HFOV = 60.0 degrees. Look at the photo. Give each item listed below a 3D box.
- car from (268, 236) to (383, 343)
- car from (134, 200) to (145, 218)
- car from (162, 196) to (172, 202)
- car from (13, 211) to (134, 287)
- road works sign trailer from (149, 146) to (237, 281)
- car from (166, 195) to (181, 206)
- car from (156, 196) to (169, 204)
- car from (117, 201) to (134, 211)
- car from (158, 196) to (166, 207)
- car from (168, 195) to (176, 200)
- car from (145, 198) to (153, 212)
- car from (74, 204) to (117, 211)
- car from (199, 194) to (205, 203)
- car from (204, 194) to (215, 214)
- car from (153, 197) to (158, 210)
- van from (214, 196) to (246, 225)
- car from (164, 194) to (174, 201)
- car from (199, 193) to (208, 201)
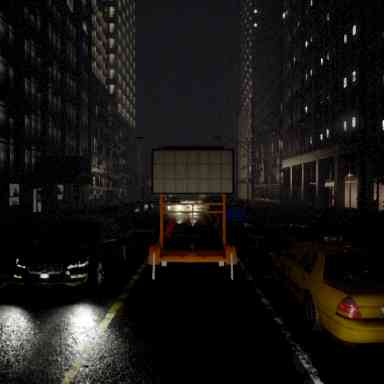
[{"bbox_3d":[2.696,1.524,6.600,1.752,1.417,4.829,-1,0,0],"label":"car"},{"bbox_3d":[-5.637,1.538,29.183,1.887,1.381,4.507,-1,0,0],"label":"car"},{"bbox_3d":[-5.543,1.564,74.651,1.802,1.307,4.206,-1,0,0],"label":"car"},{"bbox_3d":[-3.083,1.503,9.384,1.837,1.490,4.892,0,0,0],"label":"car"},{"bbox_3d":[0.025,0.462,9.840,2.380,3.560,2.880,0,0,0],"label":"road works sign trailer"},{"bbox_3d":[-2.888,1.492,53.903,1.837,1.490,4.892,0,0,0],"label":"car"},{"bbox_3d":[-5.567,1.536,63.284,2.008,1.369,4.403,-1,0,0],"label":"car"},{"bbox_3d":[-5.649,1.560,23.499,1.947,1.339,4.313,-1,0,0],"label":"car"},{"bbox_3d":[-5.591,1.539,51.917,2.008,1.369,4.403,-1,0,0],"label":"car"},{"bbox_3d":[-5.508,1.502,91.533,1.752,1.417,4.829,-1,0,0],"label":"car"},{"bbox_3d":[-5.626,1.543,34.866,2.008,1.369,4.403,-1,0,0],"label":"car"},{"bbox_3d":[-5.661,1.547,17.815,2.008,1.369,4.403,-1,0,0],"label":"car"},{"bbox_3d":[2.814,1.536,63.267,2.008,1.369,4.403,-1,0,0],"label":"car"},{"bbox_3d":[2.752,1.307,34.849,2.192,1.841,5.009,-1,0,0],"label":"car"},{"bbox_3d":[-5.614,1.573,40.550,1.802,1.307,4.206,-1,0,0],"label":"car"},{"bbox_3d":[2.729,1.336,23.481,1.690,1.788,3.998,-1,0,0],"label":"van"},{"bbox_3d":[-5.532,1.420,80.335,1.967,1.590,4.097,-1,0,0],"label":"car"},{"bbox_3d":[2.858,1.293,86.002,2.192,1.841,5.009,-1,0,0],"label":"car"}]
